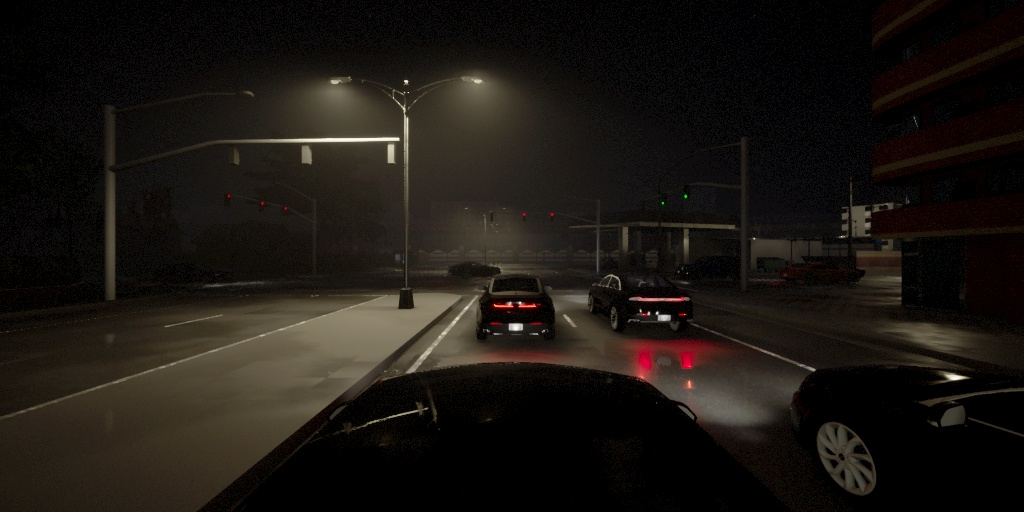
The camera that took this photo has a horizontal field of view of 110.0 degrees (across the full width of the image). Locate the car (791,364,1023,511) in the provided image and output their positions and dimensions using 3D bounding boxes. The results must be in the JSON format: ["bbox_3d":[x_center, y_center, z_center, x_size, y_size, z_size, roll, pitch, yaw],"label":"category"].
[{"bbox_3d":[3.600,1.255,1.452,1.837,1.490,4.892,0,0,0],"label":"car"}]

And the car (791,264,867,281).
[{"bbox_3d":[26.414,1.350,30.001,4.718,1.301,1.895,0,0,-1],"label":"car"}]

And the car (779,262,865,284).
[{"bbox_3d":[22.454,1.227,26.245,5.008,1.535,1.882,0,0,-1],"label":"car"}]

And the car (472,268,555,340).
[{"bbox_3d":[0.094,1.255,10.004,1.837,1.490,4.892,0,0,0],"label":"car"}]

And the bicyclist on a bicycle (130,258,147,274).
[{"bbox_3d":[-38.235,1.053,36.726,0.582,1.620,1.656,0,0,0],"label":"bicyclist on a bicycle"}]

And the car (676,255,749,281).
[{"bbox_3d":[16.627,0.972,29.858,5.566,2.045,2.150,0,0,-1],"label":"car"}]

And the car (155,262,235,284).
[{"bbox_3d":[-23.163,1.227,26.274,5.008,1.535,1.882,0,0,2],"label":"car"}]

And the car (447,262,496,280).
[{"bbox_3d":[-3.194,1.241,31.004,4.902,1.511,2.128,0,0,-39],"label":"car"}]

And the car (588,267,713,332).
[{"bbox_3d":[3.601,1.241,10.860,2.128,1.511,4.902,0,0,0],"label":"car"}]
